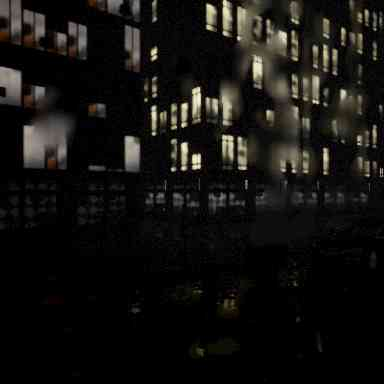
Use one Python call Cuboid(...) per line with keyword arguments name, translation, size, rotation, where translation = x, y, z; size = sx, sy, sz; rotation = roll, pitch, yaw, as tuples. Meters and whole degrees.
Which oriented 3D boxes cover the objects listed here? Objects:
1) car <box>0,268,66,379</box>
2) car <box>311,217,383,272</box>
Cuboid(name="car", translation=(-3.714, 1.587, 3.907), size=(4.206, 1.307, 1.802), rotation=(0, 0, -35))
Cuboid(name="car", translation=(5.556, 1.494, 10.517), size=(4.403, 1.369, 2.008), rotation=(0, 0, -35))
